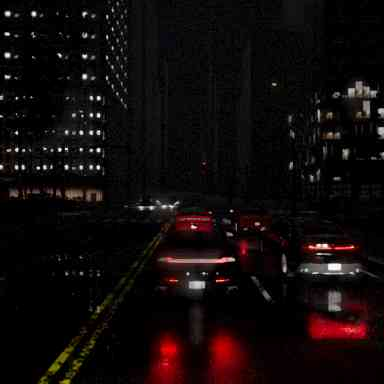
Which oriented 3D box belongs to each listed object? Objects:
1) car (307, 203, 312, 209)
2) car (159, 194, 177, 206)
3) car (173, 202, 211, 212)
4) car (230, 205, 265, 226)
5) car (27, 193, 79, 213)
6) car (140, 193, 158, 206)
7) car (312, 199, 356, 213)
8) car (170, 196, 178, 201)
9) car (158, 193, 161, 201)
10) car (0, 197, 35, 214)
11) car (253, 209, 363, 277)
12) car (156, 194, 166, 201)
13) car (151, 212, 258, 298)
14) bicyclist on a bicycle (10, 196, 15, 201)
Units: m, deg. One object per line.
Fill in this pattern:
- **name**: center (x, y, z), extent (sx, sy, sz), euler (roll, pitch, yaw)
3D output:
- **car**: center (16.780, 1.584, 40.964), extent (4.902, 1.511, 2.128), euler (0, -1, 1)
- **car**: center (-3.948, 1.543, 55.556), extent (1.994, 1.385, 4.181), euler (0, 0, -1)
- **car**: center (0.079, 1.478, 18.026), extent (1.882, 1.535, 5.008), euler (0, 0, 0)
- **car**: center (3.328, 1.478, 19.428), extent (1.882, 1.535, 5.008), euler (0, 0, 0)
- **car**: center (-15.094, 1.177, 35.789), extent (5.566, 2.045, 2.150), euler (0, -1, -1)
- **car**: center (-7.169, 1.332, 53.745), extent (2.097, 1.767, 4.553), euler (0, 0, -1)
- **car**: center (16.294, 1.609, 37.724), extent (4.181, 1.385, 1.994), euler (0, -1, 2)
- **car**: center (-4.316, 1.548, 80.328), extent (1.895, 1.301, 4.718), euler (0, 0, -1)
- **car**: center (-7.363, 1.187, 69.143), extent (2.150, 2.045, 5.566), euler (0, 0, -1)
- **car**: center (-16.743, 1.470, 32.446), extent (4.181, 1.385, 1.994), euler (0, -1, 2)
- **car**: center (3.339, 1.506, 10.203), extent (1.837, 1.490, 4.892), euler (0, 0, 0)
- **car**: center (-7.603, 1.304, 82.317), extent (2.097, 1.767, 4.553), euler (0, 0, -1)
- **car**: center (0.090, 1.493, 8.529), extent (2.128, 1.511, 4.902), euler (0, 0, 0)
- **bicyclist on a bicycle**: center (-25.210, 1.397, 46.827), extent (0.582, 1.620, 1.656), euler (0, -1, 2)
